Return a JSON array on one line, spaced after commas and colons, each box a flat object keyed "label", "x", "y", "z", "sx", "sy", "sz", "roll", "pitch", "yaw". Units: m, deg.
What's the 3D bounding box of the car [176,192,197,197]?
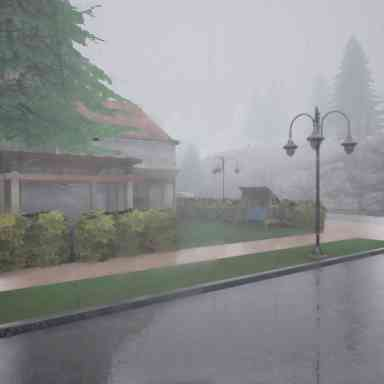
[{"label": "car", "x": -0.798, "y": 1.060, "z": 42.177, "sx": 2.150, "sy": 2.045, "sz": 5.566, "roll": 0, "pitch": 0, "yaw": -35}]

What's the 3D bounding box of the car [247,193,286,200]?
[{"label": "car", "x": 7.249, "y": 1.059, "z": 30.862, "sx": 2.150, "sy": 2.045, "sz": 5.566, "roll": 0, "pitch": 0, "yaw": -35}]
